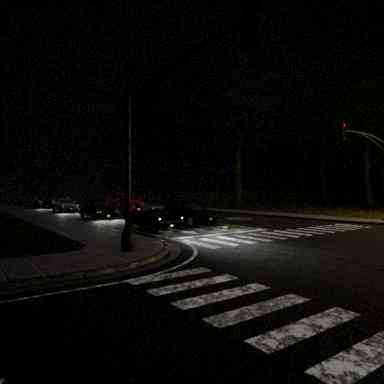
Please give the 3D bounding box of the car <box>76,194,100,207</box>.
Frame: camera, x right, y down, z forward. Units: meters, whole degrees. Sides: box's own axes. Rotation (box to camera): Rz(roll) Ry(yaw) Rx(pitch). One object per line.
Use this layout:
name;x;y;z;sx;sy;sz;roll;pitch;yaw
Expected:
car;-15.631;1.186;49.794;2.097;1.767;4.553;0;0;-35

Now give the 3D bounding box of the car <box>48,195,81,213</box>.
car;-13.677;1.402;35.787;1.812;1.442;4.674;0;0;-36

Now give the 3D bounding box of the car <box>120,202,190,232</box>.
car;-2.397;1.542;20.214;1.895;1.301;4.718;0;0;-36

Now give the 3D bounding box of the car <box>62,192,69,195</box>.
car;-21.442;1.038;57.716;2.150;2.045;5.566;0;0;-36

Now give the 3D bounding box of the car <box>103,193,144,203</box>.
car;-6.206;1.117;31.010;2.150;2.045;5.566;0;0;-36

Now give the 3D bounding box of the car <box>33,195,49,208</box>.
car;-19.635;1.202;44.067;2.097;1.767;4.553;0;0;-35

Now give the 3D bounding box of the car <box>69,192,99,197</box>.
car;-12.492;1.085;39.688;2.150;2.045;5.566;0;0;-36

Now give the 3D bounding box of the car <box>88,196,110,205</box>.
car;-15.426;1.421;55.126;1.895;1.301;4.718;0;0;-36

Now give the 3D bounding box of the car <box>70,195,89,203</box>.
car;-21.607;1.294;63.660;2.128;1.511;4.902;0;0;-36

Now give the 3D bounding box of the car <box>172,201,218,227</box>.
car;-0.245;1.409;22.788;1.882;1.535;5.008;0;0;-35

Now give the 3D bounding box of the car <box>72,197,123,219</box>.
car;-8.056;1.454;28.027;2.033;1.411;5.357;0;0;-36
